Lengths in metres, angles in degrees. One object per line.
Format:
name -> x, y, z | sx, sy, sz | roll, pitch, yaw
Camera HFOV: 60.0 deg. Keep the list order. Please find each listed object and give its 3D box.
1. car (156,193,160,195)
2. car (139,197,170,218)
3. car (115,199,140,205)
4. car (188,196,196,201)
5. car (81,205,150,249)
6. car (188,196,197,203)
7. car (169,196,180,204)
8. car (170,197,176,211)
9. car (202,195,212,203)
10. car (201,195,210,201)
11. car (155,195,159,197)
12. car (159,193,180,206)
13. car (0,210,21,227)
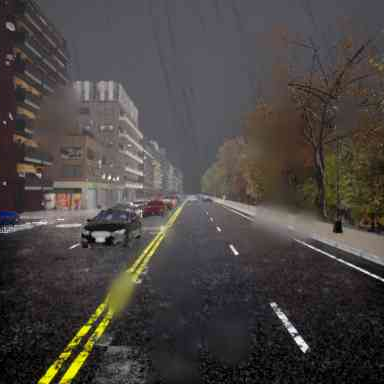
car -> -6.483, 1.237, 69.102 | 2.150, 2.045, 5.566 | 0, 0, 0
car -> -3.350, 1.513, 30.901 | 1.882, 1.535, 5.008 | 0, 1, 0
car -> -6.586, 1.635, 32.046 | 1.895, 1.301, 4.718 | 0, 1, 0
car -> 0.019, 1.528, 80.229 | 1.895, 1.301, 4.718 | 0, 0, 0
car -> -3.351, 1.502, 14.616 | 2.128, 1.511, 4.902 | 0, -1, 0
car -> 0.017, 1.604, 70.229 | 1.895, 1.301, 4.718 | 0, 0, 0
car -> -3.284, 1.539, 64.060 | 1.812, 1.442, 4.674 | 0, 0, 1
car -> -3.339, 1.605, 41.026 | 1.895, 1.301, 4.718 | 0, 0, 0
car -> 3.267, 1.604, 70.229 | 1.895, 1.301, 4.718 | 0, 0, 0
car -> 3.270, 1.473, 80.198 | 2.033, 1.411, 5.357 | 0, 0, 0
car -> -6.577, 1.611, 54.822 | 1.895, 1.301, 4.718 | 0, 0, 0
car -> -3.332, 1.360, 50.395 | 2.097, 1.767, 4.553 | 0, 0, 0
car -> -14.269, 1.645, 22.556 | 5.008, 1.535, 1.882 | -1, 0, 4
